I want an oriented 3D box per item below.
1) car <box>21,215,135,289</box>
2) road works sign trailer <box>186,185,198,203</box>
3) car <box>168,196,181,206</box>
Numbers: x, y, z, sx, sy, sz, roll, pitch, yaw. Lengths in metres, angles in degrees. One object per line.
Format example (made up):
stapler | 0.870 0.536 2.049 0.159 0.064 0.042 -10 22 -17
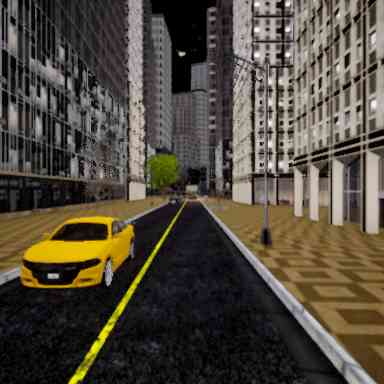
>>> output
car | -2.850 1.452 9.334 1.882 1.535 5.008 0 0 0
road works sign trailer | 0.004 0.366 65.966 2.380 3.560 2.880 0 0 0
car | -2.805 1.398 53.760 2.128 1.511 4.902 0 0 0
